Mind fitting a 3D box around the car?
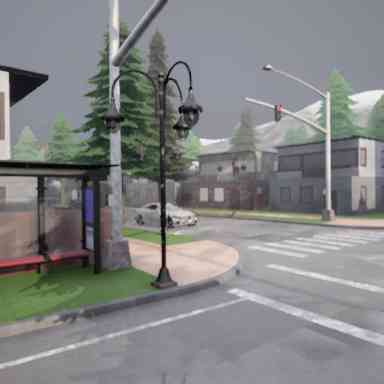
[{"bbox_3d":[-1.686,1.365,20.264,1.812,1.442,4.674,-1,1,-43],"label":"car"}]
